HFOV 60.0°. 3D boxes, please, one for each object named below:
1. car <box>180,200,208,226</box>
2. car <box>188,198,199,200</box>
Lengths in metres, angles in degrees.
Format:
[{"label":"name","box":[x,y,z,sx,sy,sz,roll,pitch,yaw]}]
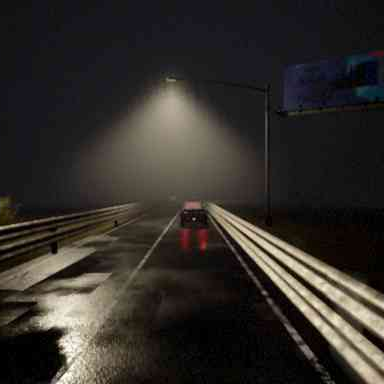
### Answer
[{"label":"car","box":[0.137,1.582,24.081,2.128,1.511,4.902,0,0,0]},{"label":"car","box":[0.163,1.509,41.321,2.097,1.767,4.553,0,0,0]}]
